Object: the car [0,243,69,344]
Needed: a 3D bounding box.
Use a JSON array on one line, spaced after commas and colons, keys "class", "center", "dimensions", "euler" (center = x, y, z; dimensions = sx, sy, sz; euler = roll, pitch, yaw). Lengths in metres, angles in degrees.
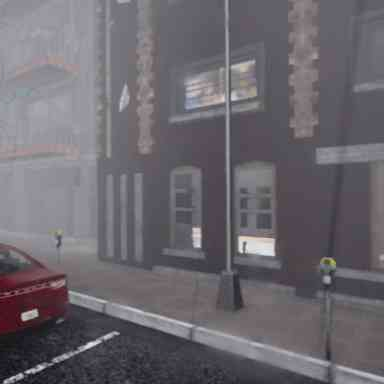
[{"class": "car", "center": [-4.047, 1.565, 5.865], "dimensions": [4.507, 1.381, 1.887], "euler": [0, 0, 35]}]
